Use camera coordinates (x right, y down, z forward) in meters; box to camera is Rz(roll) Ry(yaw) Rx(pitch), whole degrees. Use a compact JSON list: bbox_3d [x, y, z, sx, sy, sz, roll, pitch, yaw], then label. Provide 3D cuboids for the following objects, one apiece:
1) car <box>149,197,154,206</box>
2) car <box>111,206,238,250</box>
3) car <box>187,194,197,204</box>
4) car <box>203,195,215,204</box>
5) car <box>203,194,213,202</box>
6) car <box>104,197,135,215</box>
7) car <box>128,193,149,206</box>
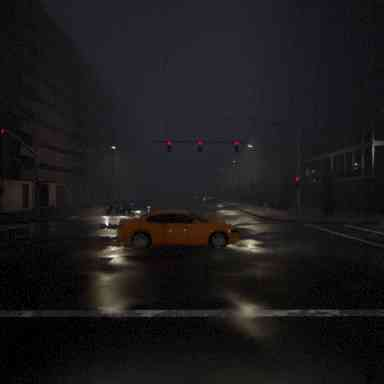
[{"bbox_3d":[-7.340,1.547,54.552,2.033,1.411,5.357,0,0,1],"label":"car"},{"bbox_3d":[-0.570,1.502,13.951,5.008,1.535,1.882,0,0,0],"label":"car"},{"bbox_3d":[-0.038,1.564,64.574,1.994,1.385,4.181,0,0,1],"label":"car"},{"bbox_3d":[3.461,1.491,64.666,2.128,1.511,4.902,0,0,1],"label":"car"},{"bbox_3d":[3.465,1.355,74.531,2.097,1.767,4.553,0,0,1],"label":"car"},{"bbox_3d":[-7.466,1.526,34.177,1.812,1.442,4.674,0,0,0],"label":"car"},{"bbox_3d":[-7.452,1.221,44.088,2.150,2.045,5.566,0,0,1],"label":"car"}]
